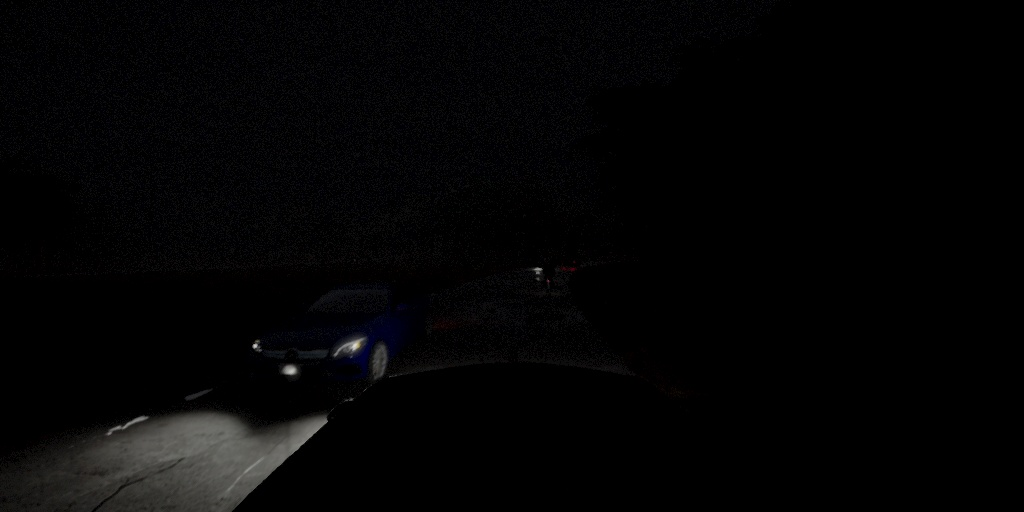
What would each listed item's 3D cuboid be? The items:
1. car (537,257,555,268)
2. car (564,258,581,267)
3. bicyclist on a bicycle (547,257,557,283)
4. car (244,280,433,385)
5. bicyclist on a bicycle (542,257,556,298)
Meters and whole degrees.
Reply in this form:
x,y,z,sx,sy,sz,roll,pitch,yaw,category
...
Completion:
x,y,z,sx,sy,sz,roll,pitch,yaw,category
4.797,0.850,50.125,1.837,1.490,4.892,0,0,18,car
8.918,0.931,52.554,1.895,1.301,4.718,0,1,19,car
2.871,0.974,25.555,0.659,1.776,1.843,0,1,9,bicyclist on a bicycle
-2.875,1.239,7.111,1.812,1.442,4.674,0,0,2,car
1.715,1.039,16.779,0.659,1.776,1.843,0,1,6,bicyclist on a bicycle
